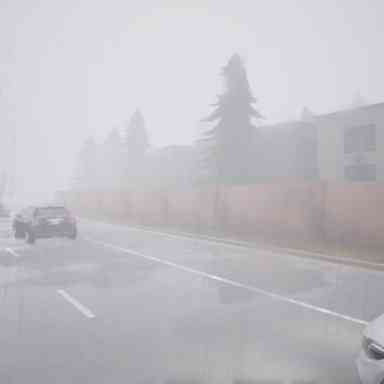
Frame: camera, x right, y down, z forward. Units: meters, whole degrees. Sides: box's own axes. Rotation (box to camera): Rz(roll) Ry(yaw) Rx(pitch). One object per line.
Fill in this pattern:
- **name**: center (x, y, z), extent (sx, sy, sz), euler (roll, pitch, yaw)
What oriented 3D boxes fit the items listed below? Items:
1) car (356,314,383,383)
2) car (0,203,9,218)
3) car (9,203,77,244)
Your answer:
- **car**: center (3.514, 1.476, 2.001), extent (1.812, 1.442, 4.674), euler (-1, 0, -37)
- **car**: center (-18.373, 1.731, 31.220), extent (1.994, 1.385, 4.181), euler (-1, 0, -36)
- **car**: center (-7.372, 1.410, 16.488), extent (2.097, 1.767, 4.553), euler (-1, 0, -37)
